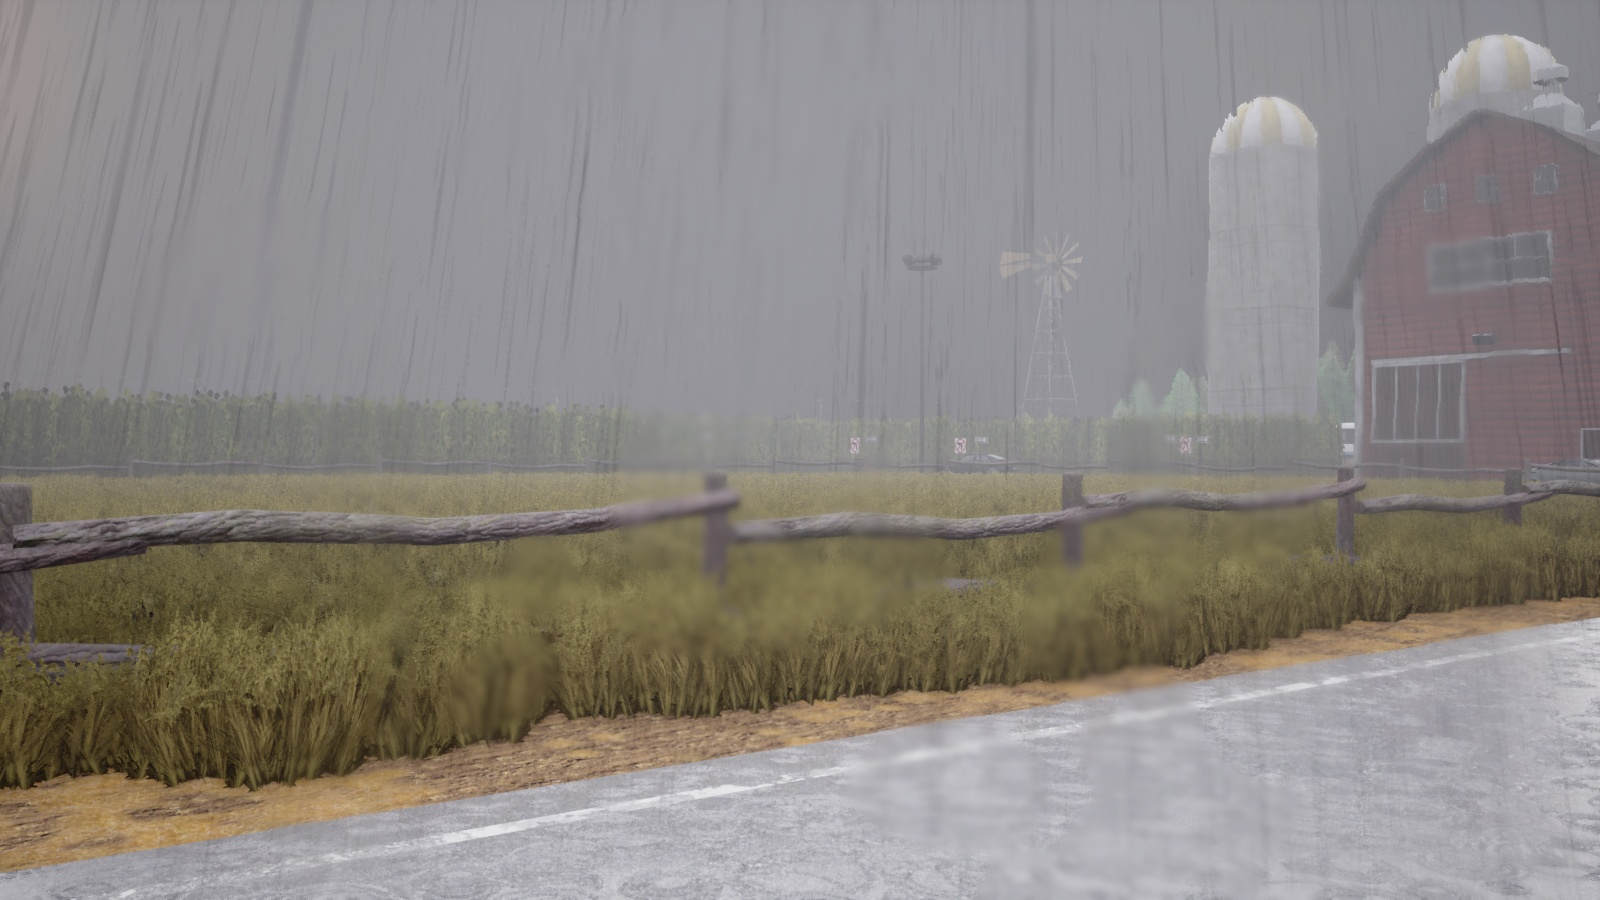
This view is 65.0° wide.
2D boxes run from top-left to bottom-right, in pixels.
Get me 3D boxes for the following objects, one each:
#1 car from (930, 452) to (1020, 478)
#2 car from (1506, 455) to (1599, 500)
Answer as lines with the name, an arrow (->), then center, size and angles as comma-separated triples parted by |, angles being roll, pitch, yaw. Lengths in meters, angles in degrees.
car -> 10.499, 0.884, 75.286 | 5.008, 1.535, 1.882 | 0, -1, 32
car -> 24.977, 0.853, 39.727 | 1.994, 1.385, 4.181 | 0, 0, -39
